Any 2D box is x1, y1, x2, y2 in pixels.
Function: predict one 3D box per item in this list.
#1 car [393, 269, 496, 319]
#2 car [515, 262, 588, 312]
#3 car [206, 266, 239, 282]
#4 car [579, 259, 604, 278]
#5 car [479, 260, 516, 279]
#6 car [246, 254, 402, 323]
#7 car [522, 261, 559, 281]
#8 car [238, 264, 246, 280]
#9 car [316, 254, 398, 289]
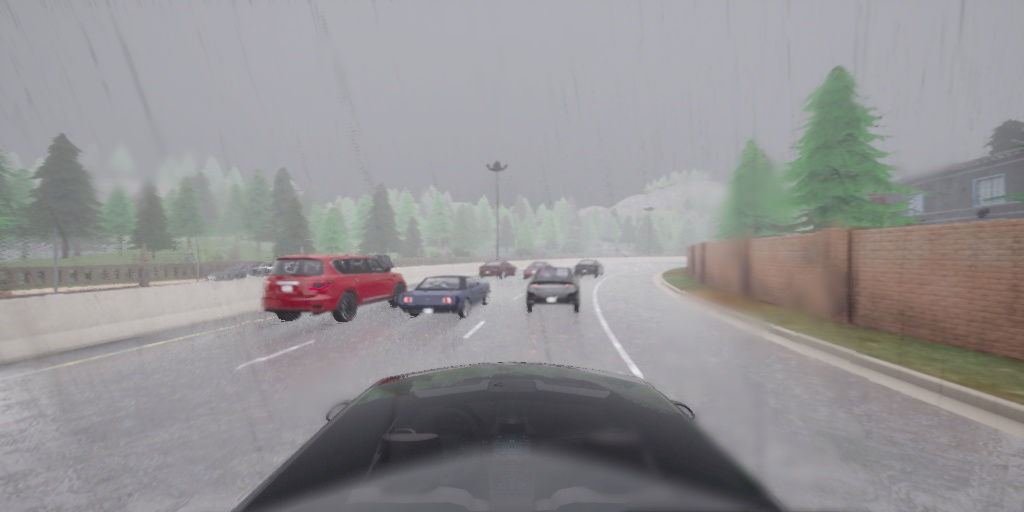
[{"bbox_3d":[-2.097,1.311,12.729,1.895,1.301,4.718,0,0,9],"label":"car"},{"bbox_3d":[1.669,1.165,13.774,2.128,1.511,4.902,-1,0,10],"label":"car"},{"bbox_3d":[-17.689,1.270,24.173,2.128,1.511,4.902,0,0,14],"label":"car"},{"bbox_3d":[6.679,1.021,30.846,1.882,1.535,5.008,-1,0,21],"label":"car"},{"bbox_3d":[-1.081,1.089,30.102,1.882,1.535,5.008,-1,0,20],"label":"car"},{"bbox_3d":[-5.689,0.963,12.387,2.150,2.045,5.566,-1,0,9],"label":"car"},{"bbox_3d":[2.396,1.150,29.385,1.994,1.385,4.181,0,0,20],"label":"car"},{"bbox_3d":[-14.271,0.974,23.624,2.150,2.045,5.566,-1,0,15],"label":"car"},{"bbox_3d":[-10.387,0.937,24.667,2.150,2.045,5.566,0,0,16],"label":"car"}]
